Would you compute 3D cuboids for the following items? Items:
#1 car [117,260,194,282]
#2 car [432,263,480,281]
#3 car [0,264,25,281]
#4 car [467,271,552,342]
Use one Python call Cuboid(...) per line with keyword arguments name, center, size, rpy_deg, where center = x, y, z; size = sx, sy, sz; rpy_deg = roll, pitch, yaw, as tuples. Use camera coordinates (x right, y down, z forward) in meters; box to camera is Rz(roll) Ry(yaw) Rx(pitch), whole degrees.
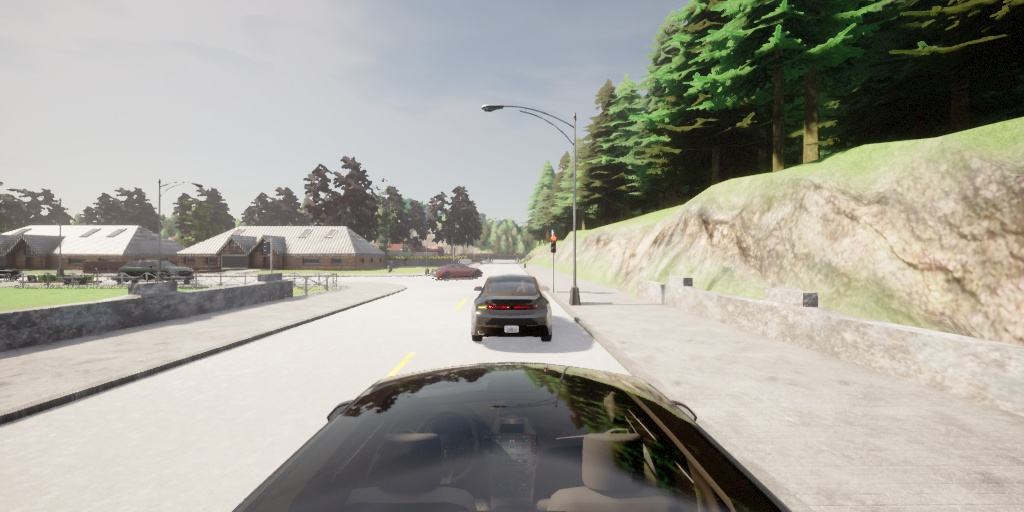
Cuboid(name="car", center=(-27.770, 1.102, 28.083), size=(4.553, 1.767, 2.097), rpy_deg=(0, 0, 0))
Cuboid(name="car", center=(-4.651, 1.314, 30.530), size=(4.181, 1.385, 1.994), rpy_deg=(0, 0, -32))
Cuboid(name="car", center=(-41.471, 1.351, 27.978), size=(4.718, 1.301, 1.895), rpy_deg=(0, 0, 0))
Cuboid(name="car", center=(-0.009, 1.255, 9.792), size=(1.837, 1.490, 4.892), rpy_deg=(0, 0, 0))
